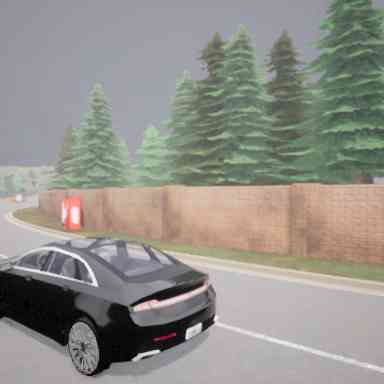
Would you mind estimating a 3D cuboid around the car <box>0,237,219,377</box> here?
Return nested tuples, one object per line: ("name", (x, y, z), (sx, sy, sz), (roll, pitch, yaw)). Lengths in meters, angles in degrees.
("car", (-1.876, 1.530, 5.659), (4.902, 1.511, 2.128), (0, 0, 38))

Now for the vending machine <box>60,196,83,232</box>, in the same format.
("vending machine", (-7.402, 1.331, 20.416), (1.100, 2.100, 0.880), (0, 0, -41))
